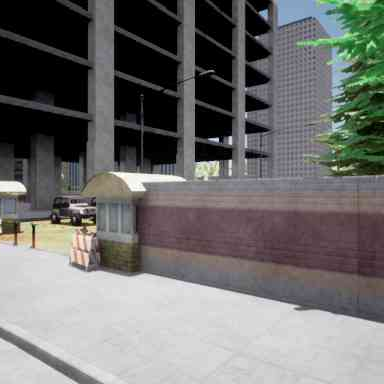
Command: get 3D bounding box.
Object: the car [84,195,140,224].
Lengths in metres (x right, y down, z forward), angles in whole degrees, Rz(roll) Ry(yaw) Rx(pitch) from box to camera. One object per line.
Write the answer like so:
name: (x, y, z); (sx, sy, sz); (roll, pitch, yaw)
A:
car: (-5.842, 1.169, 24.119); (3.866, 1.878, 1.905); (0, 0, 38)

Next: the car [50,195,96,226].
car: (-7.641, 1.169, 21.792); (3.866, 1.878, 1.905); (0, 0, 38)
